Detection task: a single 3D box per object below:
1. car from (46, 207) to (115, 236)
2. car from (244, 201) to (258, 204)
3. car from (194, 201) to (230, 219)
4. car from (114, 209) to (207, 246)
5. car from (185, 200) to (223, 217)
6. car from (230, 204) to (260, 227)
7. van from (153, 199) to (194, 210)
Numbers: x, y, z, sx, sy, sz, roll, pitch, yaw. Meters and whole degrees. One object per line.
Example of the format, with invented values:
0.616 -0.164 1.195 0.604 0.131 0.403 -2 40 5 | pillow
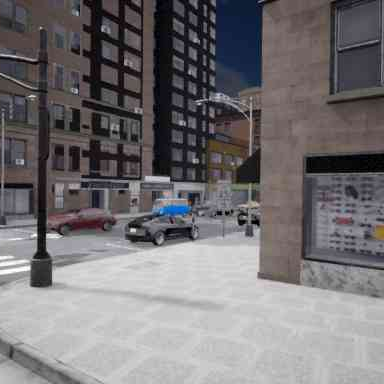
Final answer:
-6.545 1.633 19.505 1.812 1.442 4.674 1 0 37 | car
7.617 1.822 43.624 1.752 1.417 4.829 0 0 36 | car
2.175 1.715 31.636 2.128 1.511 4.902 1 0 36 | car
-1.402 1.763 16.469 1.947 1.339 4.313 0 0 36 | car
1.302 1.644 34.835 1.967 1.590 4.097 0 0 36 | car
5.014 1.849 25.396 1.947 1.339 4.313 0 0 36 | car
-1.905 1.500 30.372 1.690 1.788 3.998 0 0 36 | van
